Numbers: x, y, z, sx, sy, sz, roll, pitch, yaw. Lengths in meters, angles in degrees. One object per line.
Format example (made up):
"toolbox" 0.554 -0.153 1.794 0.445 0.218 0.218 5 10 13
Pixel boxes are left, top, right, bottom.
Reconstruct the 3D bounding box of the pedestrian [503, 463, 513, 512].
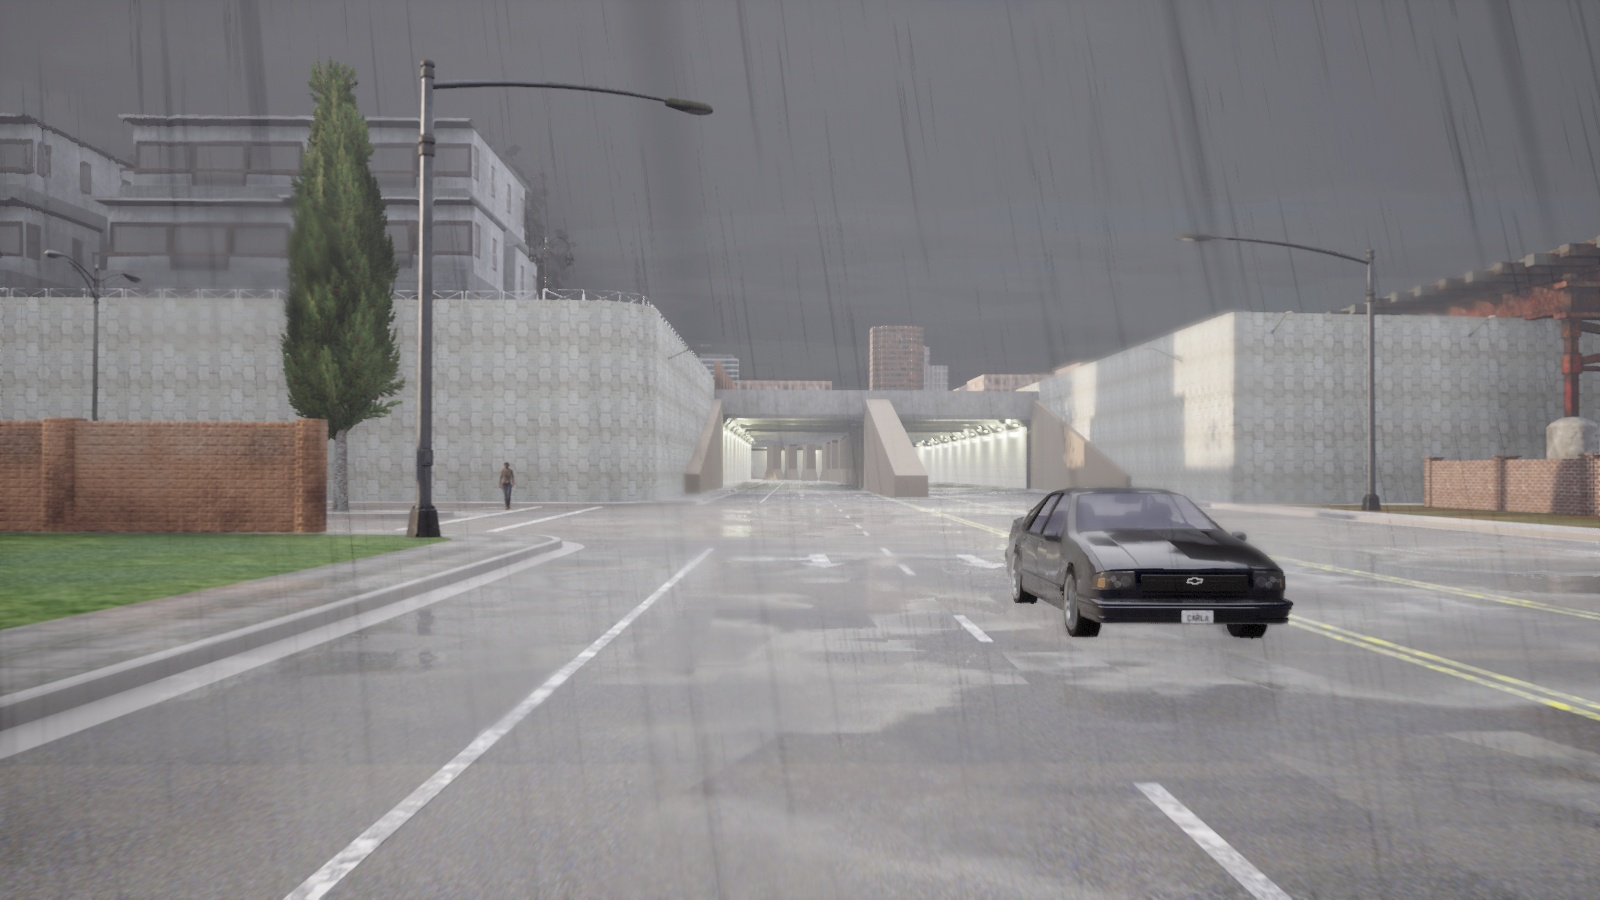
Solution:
"pedestrian" -10.976 1.394 47.194 0.328 1.805 0.869 0 -1 -12

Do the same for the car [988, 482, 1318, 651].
"car" 3.464 1.076 13.579 2.033 1.411 5.357 0 -1 0
